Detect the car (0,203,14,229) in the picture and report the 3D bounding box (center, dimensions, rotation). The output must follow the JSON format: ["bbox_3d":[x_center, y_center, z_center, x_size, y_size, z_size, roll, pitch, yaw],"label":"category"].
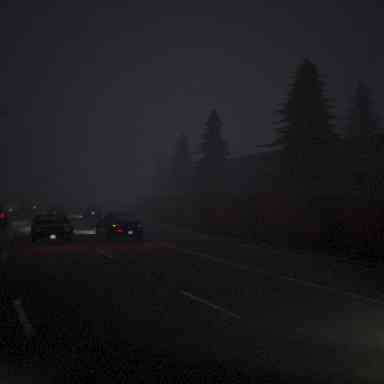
[{"bbox_3d":[-13.606,1.538,22.805,2.097,1.767,4.553,2,-1,-23],"label":"car"}]

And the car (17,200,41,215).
[{"bbox_3d":[-18.846,1.768,38.846,2.097,1.767,4.553,2,-1,-16],"label":"car"}]

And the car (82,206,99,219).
[{"bbox_3d":[-10.442,2.106,35.007,1.994,1.385,4.181,2,-1,-17],"label":"car"}]

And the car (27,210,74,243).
[{"bbox_3d":[-7.522,1.822,17.625,1.895,1.301,4.718,2,-1,-27],"label":"car"}]

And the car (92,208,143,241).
[{"bbox_3d":[-4.145,1.859,18.773,1.812,1.442,4.674,2,-1,-27],"label":"car"}]

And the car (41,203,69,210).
[{"bbox_3d":[-13.875,1.916,34.269,1.882,1.535,5.008,2,-1,-17],"label":"car"}]
